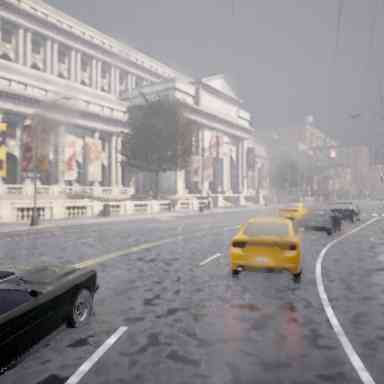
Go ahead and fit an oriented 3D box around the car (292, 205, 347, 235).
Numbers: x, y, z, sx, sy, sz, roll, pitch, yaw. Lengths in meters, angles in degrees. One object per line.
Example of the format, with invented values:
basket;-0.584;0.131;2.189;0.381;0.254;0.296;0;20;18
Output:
car;7.779;1.719;20.156;1.994;1.385;4.181;0;0;33

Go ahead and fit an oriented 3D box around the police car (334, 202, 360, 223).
police car;12.847;1.649;27.914;1.930;1.638;5.238;0;0;34

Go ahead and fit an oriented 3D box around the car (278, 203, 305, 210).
car;8.826;1.683;28.047;1.882;1.535;5.008;0;-1;34

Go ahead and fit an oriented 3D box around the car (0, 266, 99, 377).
car;-2.929;1.612;4.183;1.895;1.301;4.718;0;0;8

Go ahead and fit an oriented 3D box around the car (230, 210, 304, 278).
car;2.508;1.552;10.618;1.882;1.535;5.008;0;0;18
